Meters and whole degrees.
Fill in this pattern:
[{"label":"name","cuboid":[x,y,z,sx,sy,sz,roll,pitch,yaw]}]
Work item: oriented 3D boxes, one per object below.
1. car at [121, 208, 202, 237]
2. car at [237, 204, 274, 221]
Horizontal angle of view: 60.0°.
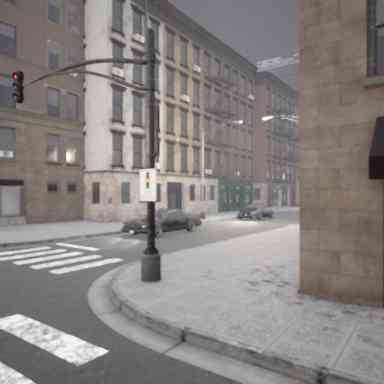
[{"label":"car","cuboid":[-1.495,1.640,18.947,2.033,1.411,5.357,0,0,35]},{"label":"car","cuboid":[5.555,1.719,28.819,1.994,1.385,4.181,0,0,36]}]
